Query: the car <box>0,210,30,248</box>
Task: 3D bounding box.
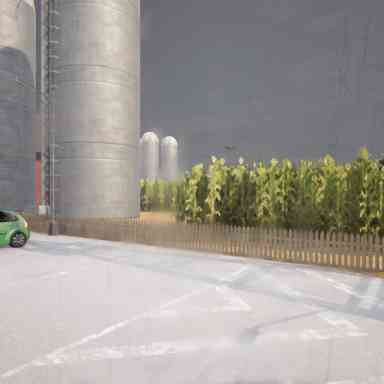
[{"bbox_3d":[-8.501,1.486,12.785,1.851,1.617,3.988,0,0,34],"label":"car"}]
